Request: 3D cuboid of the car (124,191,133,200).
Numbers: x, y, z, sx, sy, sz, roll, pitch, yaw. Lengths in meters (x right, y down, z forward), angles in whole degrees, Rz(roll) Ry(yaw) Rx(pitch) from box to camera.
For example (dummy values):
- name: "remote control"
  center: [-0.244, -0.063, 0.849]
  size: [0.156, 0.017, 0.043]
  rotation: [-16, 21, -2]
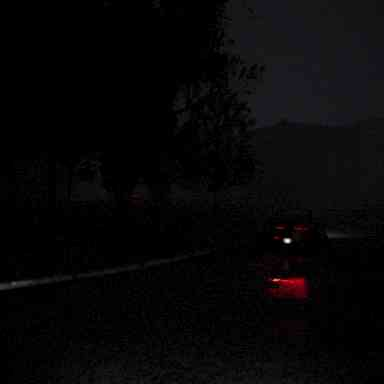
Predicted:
- name: "car"
  center: [-15.953, 0.889, 84.009]
  size: [2.150, 2.045, 5.566]
  rotation: [0, -1, -11]

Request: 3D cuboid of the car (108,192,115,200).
- name: "car"
  center: [-16.475, 0.807, 69.704]
  size: [2.097, 1.767, 4.553]
  rotation: [0, -1, -11]

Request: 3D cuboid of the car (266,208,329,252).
- name: "car"
  center: [4.393, 1.405, 13.719]
  size: [1.837, 1.490, 4.892]
  rotation: [0, 1, 26]

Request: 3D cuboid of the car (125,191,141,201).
- name: "car"
  center: [-9.805, 0.794, 56.782]
  size: [1.837, 1.490, 4.892]
  rotation: [0, 0, -16]

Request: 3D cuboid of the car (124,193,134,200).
- name: "car"
  center: [-13.347, 1.013, 70.649]
  size: [1.994, 1.385, 4.181]
  rotation: [0, -1, -11]
